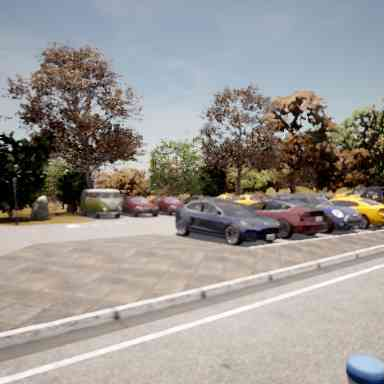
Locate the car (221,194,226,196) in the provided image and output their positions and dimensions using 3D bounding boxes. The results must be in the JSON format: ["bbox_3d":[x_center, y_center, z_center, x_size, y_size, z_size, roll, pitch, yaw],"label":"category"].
[{"bbox_3d":[0.443,1.053,28.261,2.163,1.488,4.792,0,0,-35],"label":"car"}]

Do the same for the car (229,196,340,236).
[{"bbox_3d":[3.434,1.057,14.390,2.163,1.488,4.792,0,0,-35],"label":"car"}]

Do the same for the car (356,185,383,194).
[{"bbox_3d":[10.281,0.766,19.182,2.435,2.045,5.566,0,0,-35],"label":"car"}]

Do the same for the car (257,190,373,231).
[{"bbox_3d":[5.715,0.906,15.989,2.185,1.767,4.553,0,0,-35],"label":"car"}]

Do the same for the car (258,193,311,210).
[{"bbox_3d":[9.502,0.917,34.561,2.097,1.535,5.008,-1,1,-35],"label":"car"}]

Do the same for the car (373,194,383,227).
[{"bbox_3d":[8.013,1.030,17.553,2.097,1.535,5.008,0,0,-35],"label":"car"}]

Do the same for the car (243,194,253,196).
[{"bbox_3d":[2.640,1.008,29.991,1.946,1.575,5.366,0,0,-35],"label":"car"}]

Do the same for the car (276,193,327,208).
[{"bbox_3d":[11.788,0.864,36.160,2.097,1.535,5.008,-1,1,-35],"label":"car"}]

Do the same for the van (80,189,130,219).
[{"bbox_3d":[-6.325,0.791,23.334,1.878,1.987,4.442,0,1,-35],"label":"van"}]

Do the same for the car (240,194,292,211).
[{"bbox_3d":[7.230,0.990,32.941,2.163,1.488,4.792,-1,0,-35],"label":"car"}]

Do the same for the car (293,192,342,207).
[{"bbox_3d":[14.178,0.801,37.832,2.231,1.521,4.892,-1,1,-35],"label":"car"}]

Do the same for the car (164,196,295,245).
[{"bbox_3d":[1.187,1.051,12.745,2.163,1.488,4.792,0,0,-35],"label":"car"}]

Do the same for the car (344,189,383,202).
[{"bbox_3d":[23.199,0.472,44.160,2.097,1.535,5.008,-2,1,-35],"label":"car"}]

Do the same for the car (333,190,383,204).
[{"bbox_3d":[21.025,0.565,42.405,1.946,1.575,5.366,-2,1,-35],"label":"car"}]

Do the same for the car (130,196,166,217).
[{"bbox_3d":[-4.210,1.060,24.973,2.002,1.452,4.674,0,0,-35],"label":"car"}]
